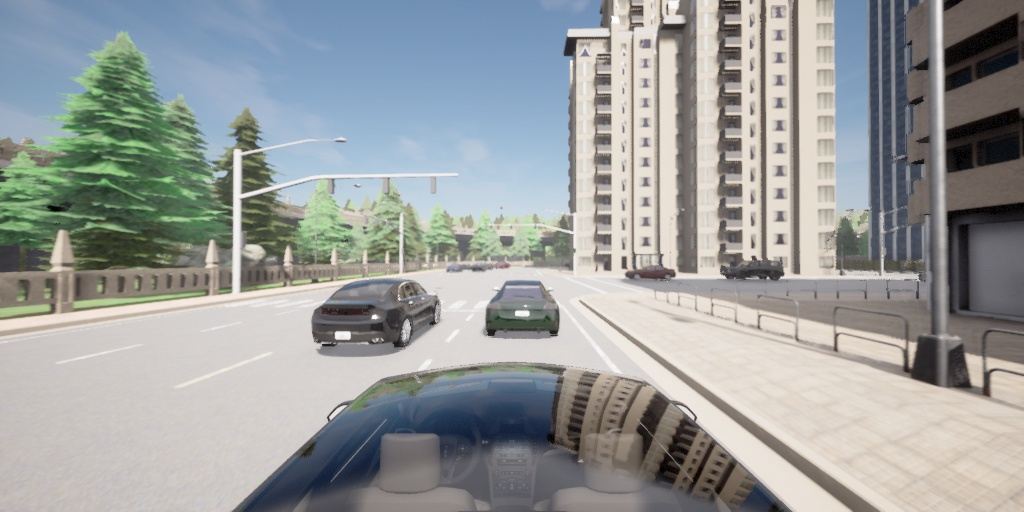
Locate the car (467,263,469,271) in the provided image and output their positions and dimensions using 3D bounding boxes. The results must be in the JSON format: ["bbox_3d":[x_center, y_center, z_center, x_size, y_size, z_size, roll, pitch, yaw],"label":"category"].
[{"bbox_3d":[-8.412,1.980,64.884,1.994,1.385,4.181,0,-1,5],"label":"car"}]

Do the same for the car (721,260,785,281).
[{"bbox_3d":[24.491,1.444,36.504,5.566,2.045,2.150,0,-1,2],"label":"car"}]

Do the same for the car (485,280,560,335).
[{"bbox_3d":[0.332,1.413,10.872,1.994,1.385,4.181,0,-1,2],"label":"car"}]

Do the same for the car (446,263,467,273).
[{"bbox_3d":[-8.868,1.863,55.674,2.033,1.411,5.357,0,-1,2],"label":"car"}]

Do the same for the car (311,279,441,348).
[{"bbox_3d":[-3.216,1.332,9.415,1.837,1.490,4.892,0,-1,2],"label":"car"}]

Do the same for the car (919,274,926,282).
[{"bbox_3d":[36.360,1.764,29.093,4.718,1.301,1.895,0,-1,1],"label":"car"}]

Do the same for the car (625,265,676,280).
[{"bbox_3d":[14.113,1.685,36.714,5.008,1.535,1.882,0,-1,1],"label":"car"}]

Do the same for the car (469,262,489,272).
[{"bbox_3d":[-5.272,1.946,57.866,1.895,1.301,4.718,0,-1,3],"label":"car"}]
